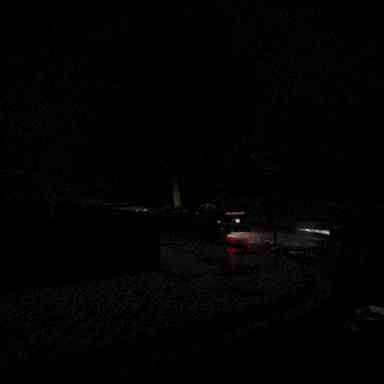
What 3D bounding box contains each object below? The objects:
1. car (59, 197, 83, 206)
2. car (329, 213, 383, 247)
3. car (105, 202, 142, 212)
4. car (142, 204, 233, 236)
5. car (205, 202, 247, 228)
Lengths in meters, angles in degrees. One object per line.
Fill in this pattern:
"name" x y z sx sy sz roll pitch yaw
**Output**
"car" -14.887 1.307 40.499 2.033 1.411 5.357 -1 1 -34
"car" 8.044 1.508 13.397 4.674 1.442 1.812 1 1 30
"car" -5.336 1.468 26.651 1.895 1.301 4.718 -1 1 -35
"car" -0.195 1.500 17.830 4.181 1.385 1.994 0 0 16
"car" 1.439 1.390 20.873 2.128 1.511 4.902 -1 1 -28
